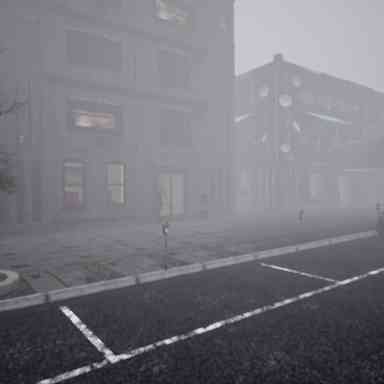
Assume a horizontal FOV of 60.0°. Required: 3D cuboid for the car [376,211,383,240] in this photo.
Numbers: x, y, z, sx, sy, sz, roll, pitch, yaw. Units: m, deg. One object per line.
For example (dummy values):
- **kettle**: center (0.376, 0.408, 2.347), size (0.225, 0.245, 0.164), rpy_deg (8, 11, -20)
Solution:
- **car**: center (9.423, 0.938, 13.344), size (5.009, 1.841, 2.192), rpy_deg (-2, 2, -36)
